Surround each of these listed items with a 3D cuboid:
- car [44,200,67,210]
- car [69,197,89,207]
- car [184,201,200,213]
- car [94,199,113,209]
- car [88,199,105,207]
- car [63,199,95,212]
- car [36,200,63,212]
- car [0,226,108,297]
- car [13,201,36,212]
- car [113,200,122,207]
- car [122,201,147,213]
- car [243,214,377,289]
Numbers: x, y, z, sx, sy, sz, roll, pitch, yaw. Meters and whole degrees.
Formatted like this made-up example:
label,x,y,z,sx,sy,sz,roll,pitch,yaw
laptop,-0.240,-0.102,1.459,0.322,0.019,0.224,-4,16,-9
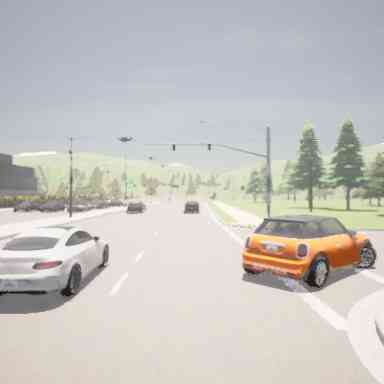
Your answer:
label,x,y,z,sx,sy,sz,roll,pitch,yaw
car,-21.842,2.050,53.450,1.994,1.385,4.181,0,-1,1
car,-21.599,1.928,63.616,2.097,1.767,4.553,0,-1,1
car,0.025,1.861,43.478,1.882,1.535,5.008,0,-1,1
car,-14.832,1.975,53.757,2.128,1.511,4.902,0,-1,1
car,-18.105,2.096,63.309,1.812,1.442,4.674,0,-1,1
car,-15.051,2.005,44.620,1.895,1.301,4.718,0,-1,1
car,-18.556,1.969,44.430,1.994,1.385,4.181,0,-1,1
car,-3.516,1.605,8.660,1.812,1.442,4.674,0,0,-1
car,-22.050,1.936,44.757,1.812,1.442,4.674,0,-1,1
car,-14.594,2.135,63.730,1.994,1.385,4.181,0,-1,1
car,-6.998,1.870,42.365,2.128,1.511,4.902,0,-1,1
car,3.537,1.437,9.762,4.553,1.767,2.097,0,0,-44
